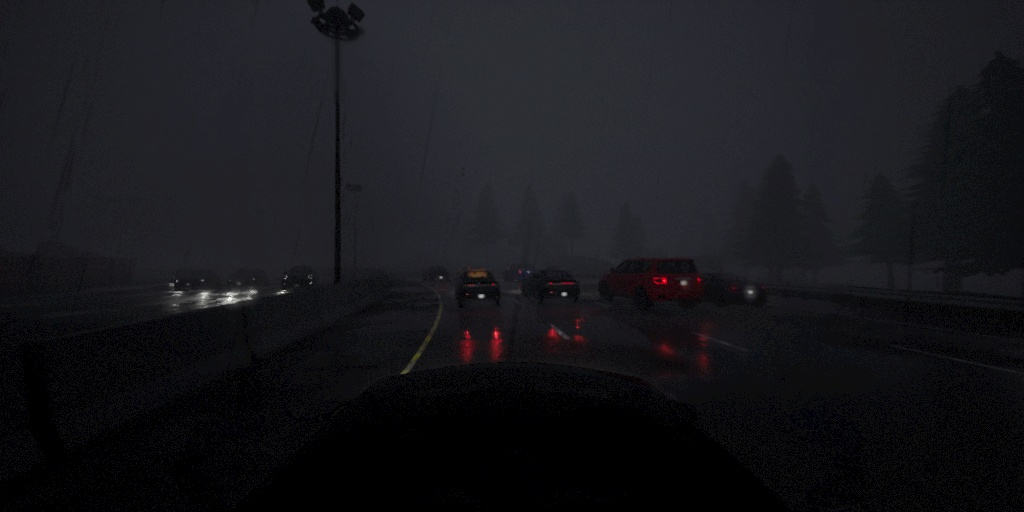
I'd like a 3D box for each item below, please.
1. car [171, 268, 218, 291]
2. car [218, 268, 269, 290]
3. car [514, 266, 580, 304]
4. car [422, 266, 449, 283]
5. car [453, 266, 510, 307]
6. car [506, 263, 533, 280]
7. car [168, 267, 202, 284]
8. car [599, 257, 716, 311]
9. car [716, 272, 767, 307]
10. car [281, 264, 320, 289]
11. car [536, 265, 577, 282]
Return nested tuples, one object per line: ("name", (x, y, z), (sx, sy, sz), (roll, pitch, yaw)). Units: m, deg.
("car", (-23.369, 1.721, 26.892), (1.812, 1.442, 4.674), (0, -1, -25))
("car", (-19.376, 1.656, 26.444), (2.128, 1.511, 4.902), (0, -1, -24))
("car", (1.742, 1.413, 17.453), (2.128, 1.511, 4.902), (0, -1, -11))
("car", (-7.298, 1.679, 34.097), (1.837, 1.490, 4.892), (0, -1, -24))
("car", (-1.693, 1.429, 16.836), (2.128, 1.511, 4.902), (0, -1, -11))
("car", (0.668, 1.463, 33.099), (2.097, 1.767, 4.553), (0, -1, -21))
("car", (-33.030, 1.916, 36.346), (2.033, 1.411, 5.357), (0, -1, -37))
("car", (5.719, 1.094, 15.484), (2.150, 2.045, 5.566), (0, -1, -10))
("car", (9.071, 1.423, 16.125), (1.994, 1.385, 4.181), (0, -1, -10))
("car", (-15.907, 1.502, 27.134), (2.097, 1.767, 4.553), (0, -1, -23))
("car", (4.109, 1.625, 33.993), (1.812, 1.442, 4.674), (0, -1, -22))
